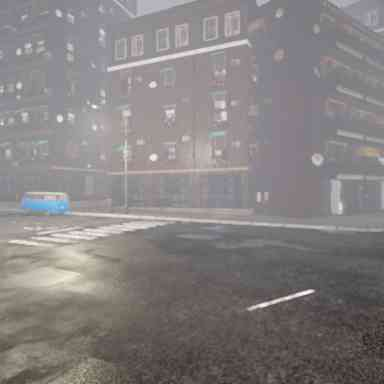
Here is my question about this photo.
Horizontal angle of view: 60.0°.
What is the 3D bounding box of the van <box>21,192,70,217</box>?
[{"bbox_3d":[-11.308,0.896,25.548,3.998,1.788,1.690,1,0,25],"label":"van"}]
